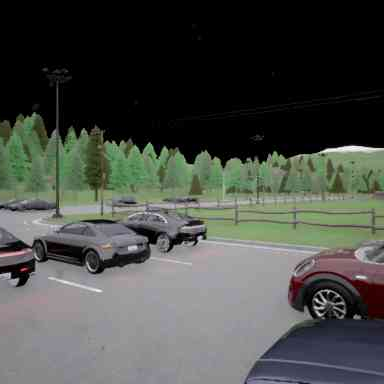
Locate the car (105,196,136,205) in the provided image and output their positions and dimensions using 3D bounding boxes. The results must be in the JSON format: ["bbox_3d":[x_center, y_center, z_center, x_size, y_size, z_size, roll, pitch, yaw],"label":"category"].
[{"bbox_3d":[-10.376,1.351,48.900,2.097,1.767,4.553,0,0,36],"label":"car"}]

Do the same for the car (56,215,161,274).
[{"bbox_3d":[-3.305,1.564,10.642,4.181,1.385,1.994,0,0,36],"label":"car"}]

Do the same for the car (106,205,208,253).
[{"bbox_3d":[-1.661,1.491,13.776,4.902,1.511,2.128,0,0,36],"label":"car"}]

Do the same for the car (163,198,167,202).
[{"bbox_3d":[-3.805,1.547,69.419,2.033,1.411,5.357,0,0,36],"label":"car"}]

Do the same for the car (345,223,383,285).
[{"bbox_3d":[6.429,1.601,7.979,4.718,1.301,1.895,0,0,36],"label":"car"}]

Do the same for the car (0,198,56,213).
[{"bbox_3d":[-18.262,1.547,37.870,2.033,1.411,5.357,0,0,34],"label":"car"}]

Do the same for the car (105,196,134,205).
[{"bbox_3d":[-12.488,1.506,57.807,1.837,1.490,4.892,0,0,37],"label":"car"}]

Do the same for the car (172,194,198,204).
[{"bbox_3d":[-0.875,1.477,61.726,1.882,1.535,5.008,0,0,37],"label":"car"}]

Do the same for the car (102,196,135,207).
[{"bbox_3d":[-11.633,1.492,53.086,2.128,1.511,4.902,0,0,36],"label":"car"}]

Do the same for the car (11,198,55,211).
[{"bbox_3d":[-19.843,1.525,41.757,1.812,1.442,4.674,0,0,35],"label":"car"}]

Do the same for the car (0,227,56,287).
[{"bbox_3d":[-5.735,1.491,8.083,4.902,1.511,2.128,0,0,36],"label":"car"}]

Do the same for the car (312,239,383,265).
[{"bbox_3d":[3.969,1.352,5.435,4.553,1.767,2.097,0,0,36],"label":"car"}]

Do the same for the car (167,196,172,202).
[{"bbox_3d":[-2.158,1.352,65.828,2.097,1.767,4.553,0,0,37],"label":"car"}]

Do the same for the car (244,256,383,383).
[{"bbox_3d":[2.939,1.547,1.864,5.357,1.411,2.033,0,0,36],"label":"car"}]
